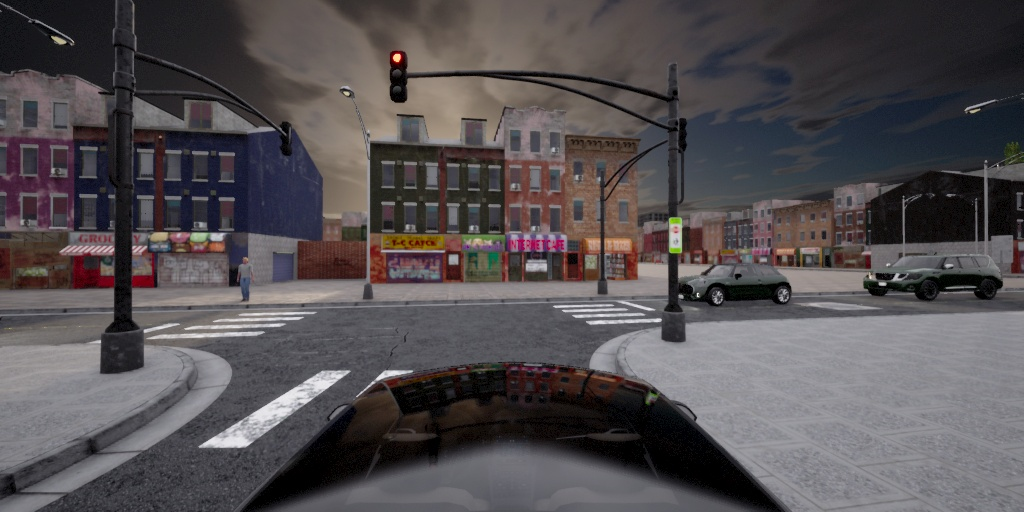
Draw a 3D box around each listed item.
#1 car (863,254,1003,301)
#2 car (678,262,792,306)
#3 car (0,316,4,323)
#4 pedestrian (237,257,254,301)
[{"bbox_3d":[19.709,0.925,16.857,5.566,2.045,2.150,0,0,-9],"label":"car"},{"bbox_3d":[9.177,1.083,15.178,4.553,1.767,2.097,0,0,-10],"label":"car"},{"bbox_3d":[-15.950,1.334,8.283,5.357,1.411,2.033,0,0,-9],"label":"car"},{"bbox_3d":[-11.107,0.945,14.977,0.375,1.860,0.375,0,0,-9],"label":"pedestrian"}]
